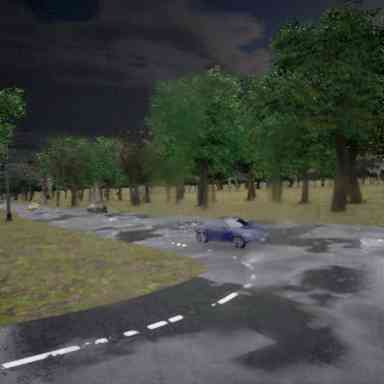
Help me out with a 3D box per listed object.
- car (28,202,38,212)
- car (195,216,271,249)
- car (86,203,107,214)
[{"bbox_3d":[-35.447,3.468,74.153,1.882,1.535,5.008,-3,1,-29],"label":"car"},{"bbox_3d":[2.001,2.050,17.649,1.812,1.442,4.674,-3,0,-36],"label":"car"},{"bbox_3d":[-15.495,2.576,53.814,2.097,1.767,4.553,-3,0,-36],"label":"car"}]
